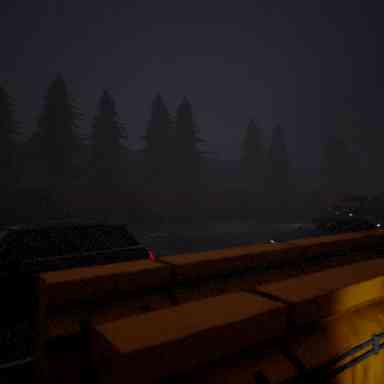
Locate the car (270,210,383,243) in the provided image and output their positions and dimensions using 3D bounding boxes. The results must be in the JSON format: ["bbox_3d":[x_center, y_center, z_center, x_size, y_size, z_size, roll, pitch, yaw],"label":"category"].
[{"bbox_3d":[5.157,1.575,11.960,5.357,1.411,2.033,0,0,-35],"label":"car"}]

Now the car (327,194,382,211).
[{"bbox_3d":[12.875,1.198,25.959,5.566,2.045,2.150,0,0,-36],"label":"car"}]

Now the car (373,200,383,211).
[{"bbox_3d":[14.932,1.482,23.127,4.892,1.490,1.837,0,0,-36],"label":"car"}]

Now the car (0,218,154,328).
[{"bbox_3d":[-2.949,1.354,6.177,4.553,1.767,2.097,0,0,-35],"label":"car"}]
